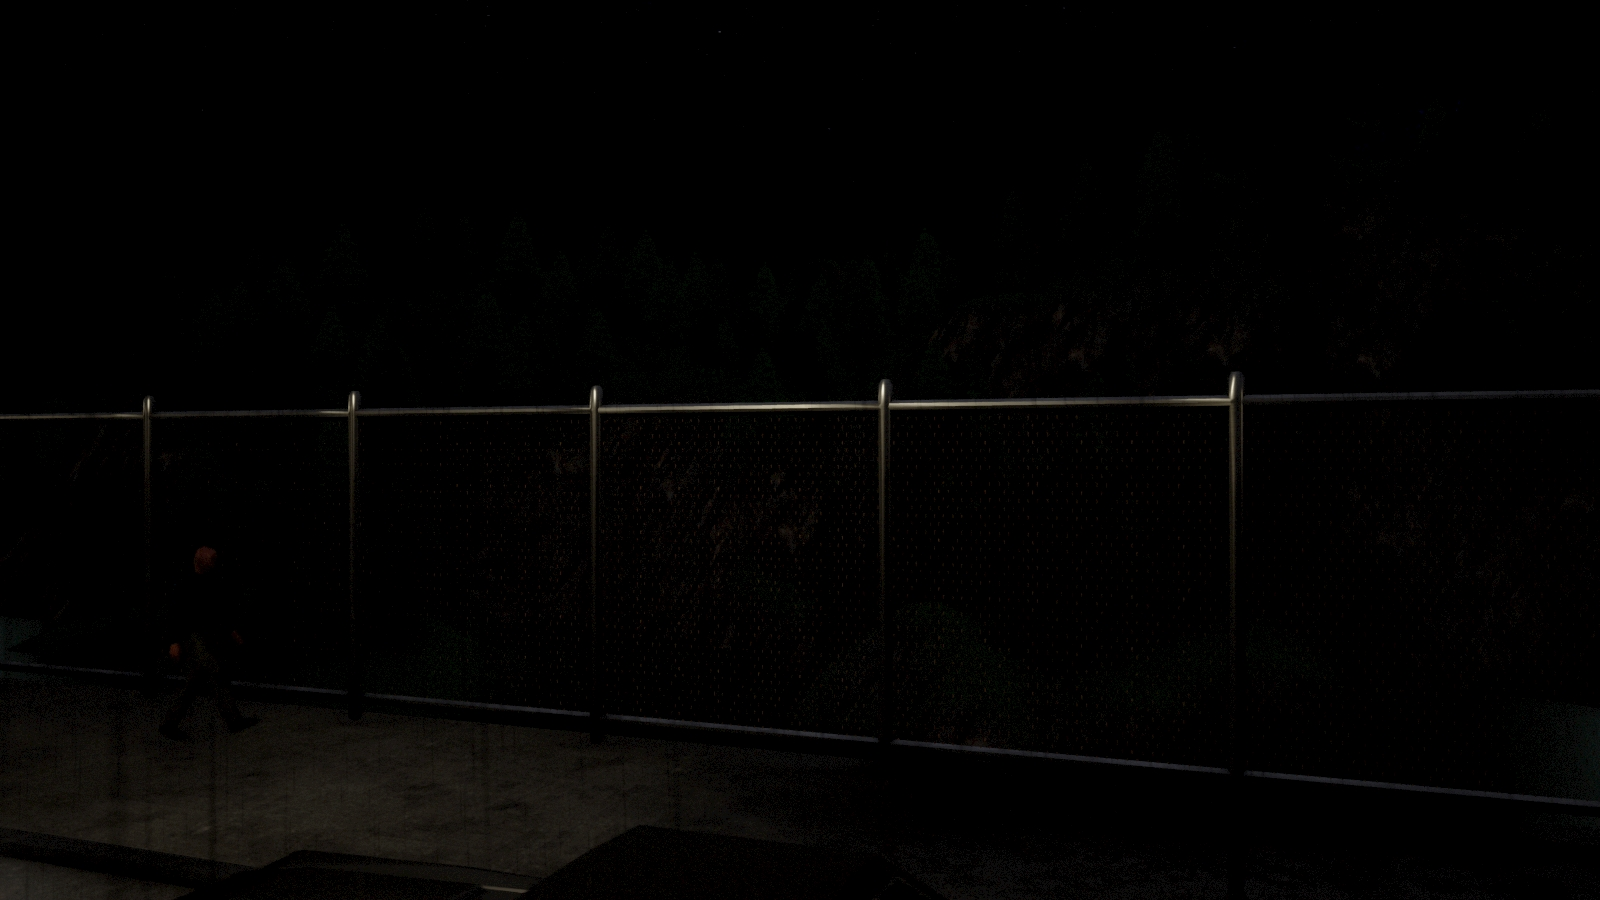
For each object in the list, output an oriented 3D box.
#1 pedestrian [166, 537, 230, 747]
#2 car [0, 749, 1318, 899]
[{"bbox_3d":[-5.538,1.748,10.526,0.375,1.860,0.375,0,0,7],"label":"pedestrian"},{"bbox_3d":[-0.691,2.156,4.055,4.718,1.301,1.895,0,0,20],"label":"car"}]
